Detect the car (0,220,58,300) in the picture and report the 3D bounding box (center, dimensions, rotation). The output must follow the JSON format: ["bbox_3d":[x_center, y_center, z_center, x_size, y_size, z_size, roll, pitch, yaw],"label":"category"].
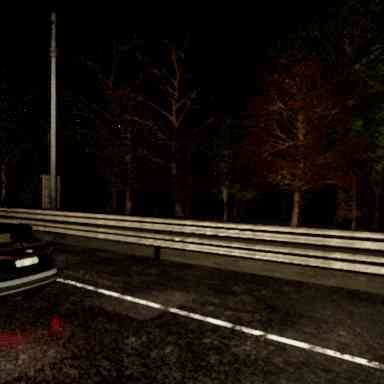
[{"bbox_3d":[-5.080,1.423,6.928,4.856,1.649,2.033,-2,-2,23],"label":"car"}]
